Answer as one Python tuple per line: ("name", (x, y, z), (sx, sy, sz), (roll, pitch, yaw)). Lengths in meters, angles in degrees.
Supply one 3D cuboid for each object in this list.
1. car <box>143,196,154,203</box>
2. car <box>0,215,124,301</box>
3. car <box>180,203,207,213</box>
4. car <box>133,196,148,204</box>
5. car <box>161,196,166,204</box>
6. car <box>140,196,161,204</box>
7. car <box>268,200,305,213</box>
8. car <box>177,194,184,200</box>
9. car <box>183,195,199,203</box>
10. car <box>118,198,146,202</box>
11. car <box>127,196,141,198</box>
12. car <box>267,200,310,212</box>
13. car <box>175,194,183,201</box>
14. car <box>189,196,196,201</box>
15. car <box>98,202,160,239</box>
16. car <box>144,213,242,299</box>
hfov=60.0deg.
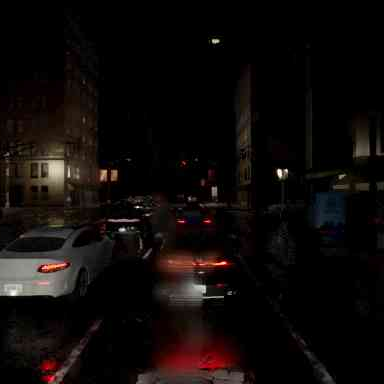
("car", (-9.674, 1.546, 73.722), (1.812, 1.442, 4.674), (0, 0, 0))
("car", (-3.148, 1.529, 8.180), (1.812, 1.442, 4.674), (0, 0, 0))
("car", (0.100, 1.533, 17.548), (1.812, 1.442, 4.674), (0, 0, 0))
("car", (-9.732, 1.512, 63.508), (2.128, 1.511, 4.902), (0, 0, 1))
("car", (-6.498, 1.547, 61.946), (1.812, 1.442, 4.674), (0, 0, 1))
("car", (-6.535, 1.525, 52.922), (1.837, 1.490, 4.892), (0, 0, 0))
("car", (10.916, 1.607, 36.887), (4.674, 1.442, 1.812), (0, -1, 0))
("car", (-3.153, 1.320, 93.211), (1.882, 1.535, 5.008), (0, 0, 0))
("car", (0.100, 1.511, 51.089), (2.128, 1.511, 4.902), (0, 0, 0))
("car", (-7.864, 1.625, 36.841), (4.718, 1.301, 1.895), (0, -1, 0))
("car", (-9.780, 1.525, 53.379), (1.837, 1.490, 4.892), (0, 0, 0))
("car", (11.556, 1.653, 40.147), (4.674, 1.442, 1.812), (0, -1, 0))
("car", (-3.164, 1.536, 82.792), (2.128, 1.511, 4.902), (0, 0, 0))
("car", (0.090, 1.610, 86.568), (1.895, 1.301, 4.718), (0, 0, 0))
("car", (-3.134, 1.499, 17.446), (2.128, 1.511, 4.902), (0, 0, 0))
("car", (0.101, 1.508, 8.431), (1.837, 1.490, 4.892), (0, 0, 0))
